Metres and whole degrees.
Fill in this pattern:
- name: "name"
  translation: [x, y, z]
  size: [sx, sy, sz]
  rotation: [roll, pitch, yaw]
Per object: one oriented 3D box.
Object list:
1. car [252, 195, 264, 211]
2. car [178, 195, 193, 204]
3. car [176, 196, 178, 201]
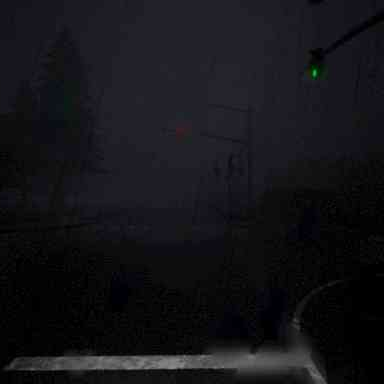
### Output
- name: "car"
  translation: [8.866, 1.144, 36.257]
  size: [4.605, 1.855, 1.932]
  rotation: [0, 0, -1]
- name: "car"
  translation: [-0.909, 1.518, 60.877]
  size: [2.033, 1.411, 5.357]
  rotation: [0, 0, -7]
- name: "car"
  translation: [-2.202, 1.327, 71.061]
  size: [1.812, 1.442, 4.674]
  rotation: [0, 0, -13]
